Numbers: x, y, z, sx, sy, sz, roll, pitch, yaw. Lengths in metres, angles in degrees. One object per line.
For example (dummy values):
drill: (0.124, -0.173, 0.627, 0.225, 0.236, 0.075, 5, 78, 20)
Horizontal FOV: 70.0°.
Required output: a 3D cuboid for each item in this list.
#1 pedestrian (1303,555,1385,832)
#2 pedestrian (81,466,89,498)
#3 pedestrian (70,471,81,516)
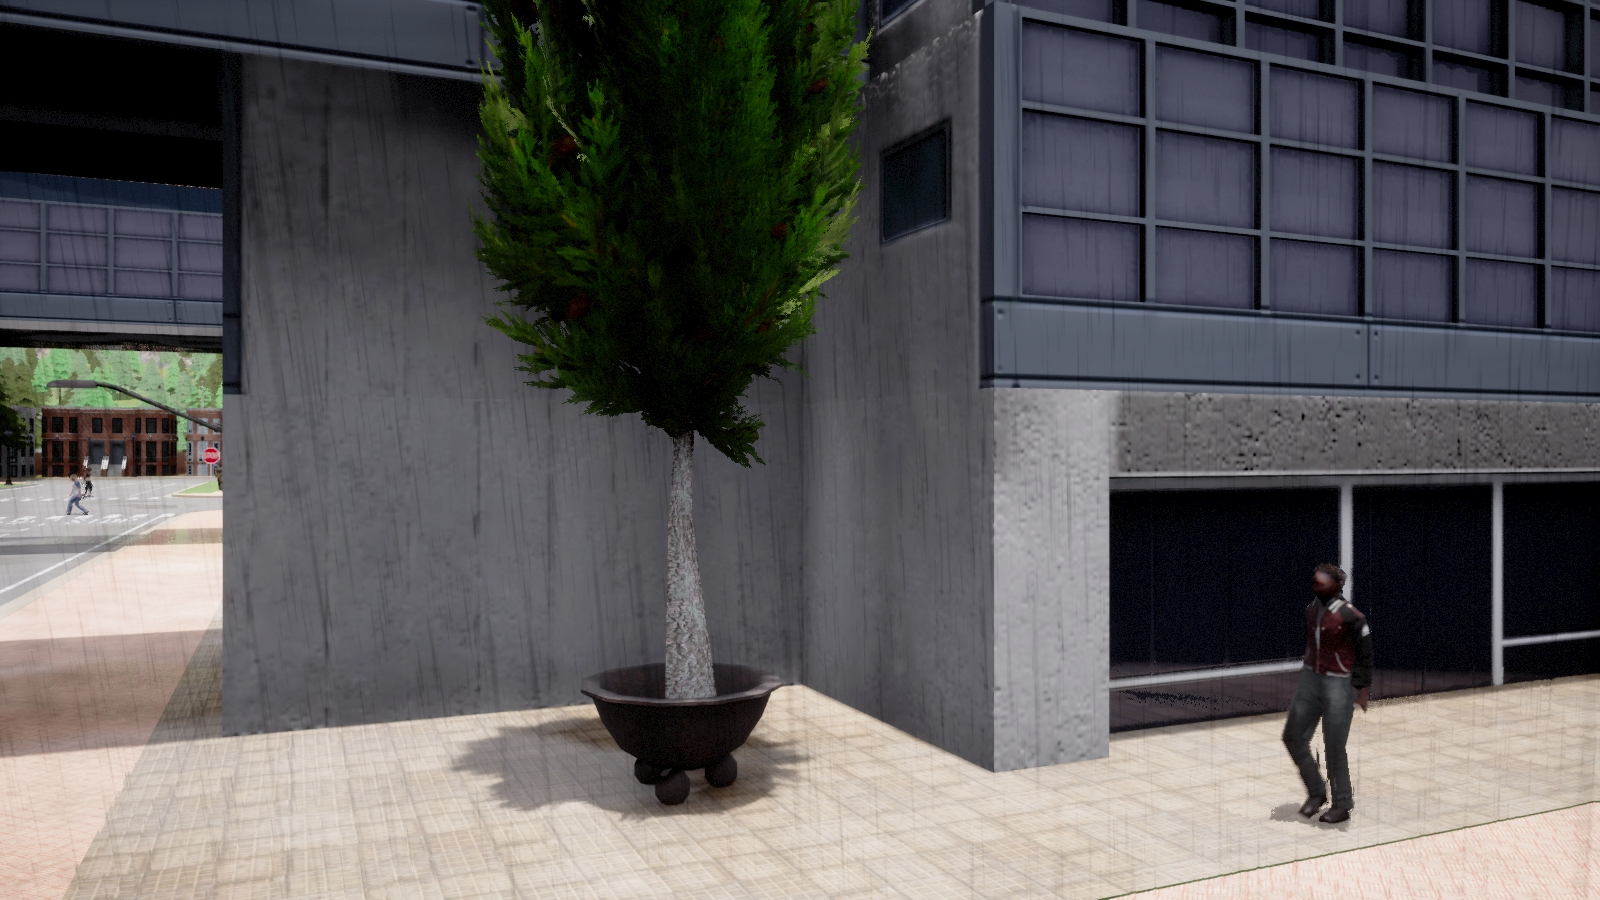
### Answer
pedestrian: (3.862, 1.698, 8.118, 0.375, 1.860, 0.375, 0, 0, -26)
pedestrian: (-41.147, 1.837, 65.747, 0.375, 1.860, 0.375, 0, 0, -24)
pedestrian: (-30.827, 1.848, 48.622, 0.375, 1.860, 0.375, 0, 0, -24)
